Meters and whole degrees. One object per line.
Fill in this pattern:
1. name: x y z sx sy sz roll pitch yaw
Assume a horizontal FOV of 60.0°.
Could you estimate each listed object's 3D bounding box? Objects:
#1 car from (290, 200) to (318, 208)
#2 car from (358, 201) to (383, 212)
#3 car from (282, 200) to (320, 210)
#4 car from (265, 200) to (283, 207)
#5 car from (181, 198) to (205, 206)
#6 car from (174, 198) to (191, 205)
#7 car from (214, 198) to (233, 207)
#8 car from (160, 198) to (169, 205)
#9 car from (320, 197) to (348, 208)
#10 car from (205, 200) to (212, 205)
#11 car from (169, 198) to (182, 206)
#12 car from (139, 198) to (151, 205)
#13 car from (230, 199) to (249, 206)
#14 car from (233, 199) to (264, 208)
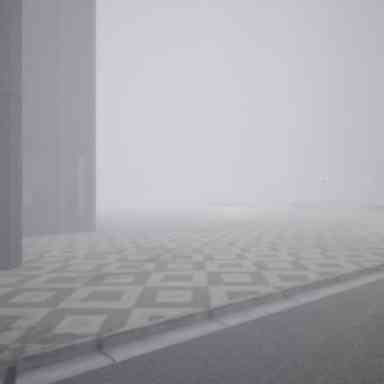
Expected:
1. car: 20.335 2.098 60.380 1.887 1.381 4.507 -1 0 -35
2. car: 23.214 1.827 41.652 2.008 1.369 4.403 -1 0 -35
3. car: 16.664 2.003 50.843 1.887 1.381 4.507 -1 0 -35
4. car: 17.057 2.231 64.982 1.802 1.307 4.206 -1 0 -35
5. car: 0.289 2.483 73.823 2.008 1.369 4.403 -1 0 -35
6. car: -2.596 2.527 92.557 2.192 1.841 5.009 -1 0 -35
7. car: 6.839 2.293 64.630 2.008 1.369 4.403 -1 0 -35
8. car: -6.260 2.663 83.015 1.887 1.381 4.507 -1 0 -35
9. car: 23.604 1.775 55.785 2.192 1.841 5.009 -1 0 -35
10. car: 3.960 2.579 83.363 2.008 1.369 4.403 -1 0 -35
11. car: -2.988 2.466 78.420 1.967 1.590 4.097 -1 0 -35
12. car: -12.810 2.882 92.208 1.802 1.307 4.206 -1 0 -35
13. car: 10.507 2.280 74.170 1.967 1.590 4.097 -1 0 -35
14. car: 10.114 2.197 60.035 2.008 1.369 4.403 -1 0 -35
